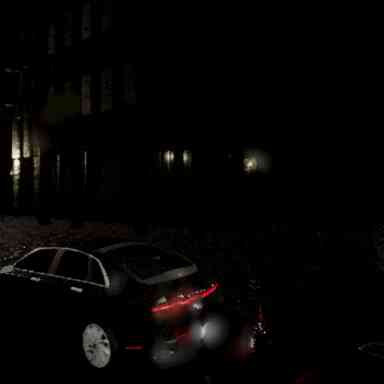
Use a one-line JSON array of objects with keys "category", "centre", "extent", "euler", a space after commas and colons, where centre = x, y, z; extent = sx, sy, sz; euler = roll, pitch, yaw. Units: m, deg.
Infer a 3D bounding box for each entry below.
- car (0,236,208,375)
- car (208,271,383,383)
[{"category": "car", "centre": [-1.798, 1.521, 5.653], "extent": [4.892, 1.490, 1.837], "euler": [0, 0, 36]}, {"category": "car", "centre": [3.052, 1.237, 2.172], "extent": [5.566, 2.045, 2.150], "euler": [0, 0, 36]}]
